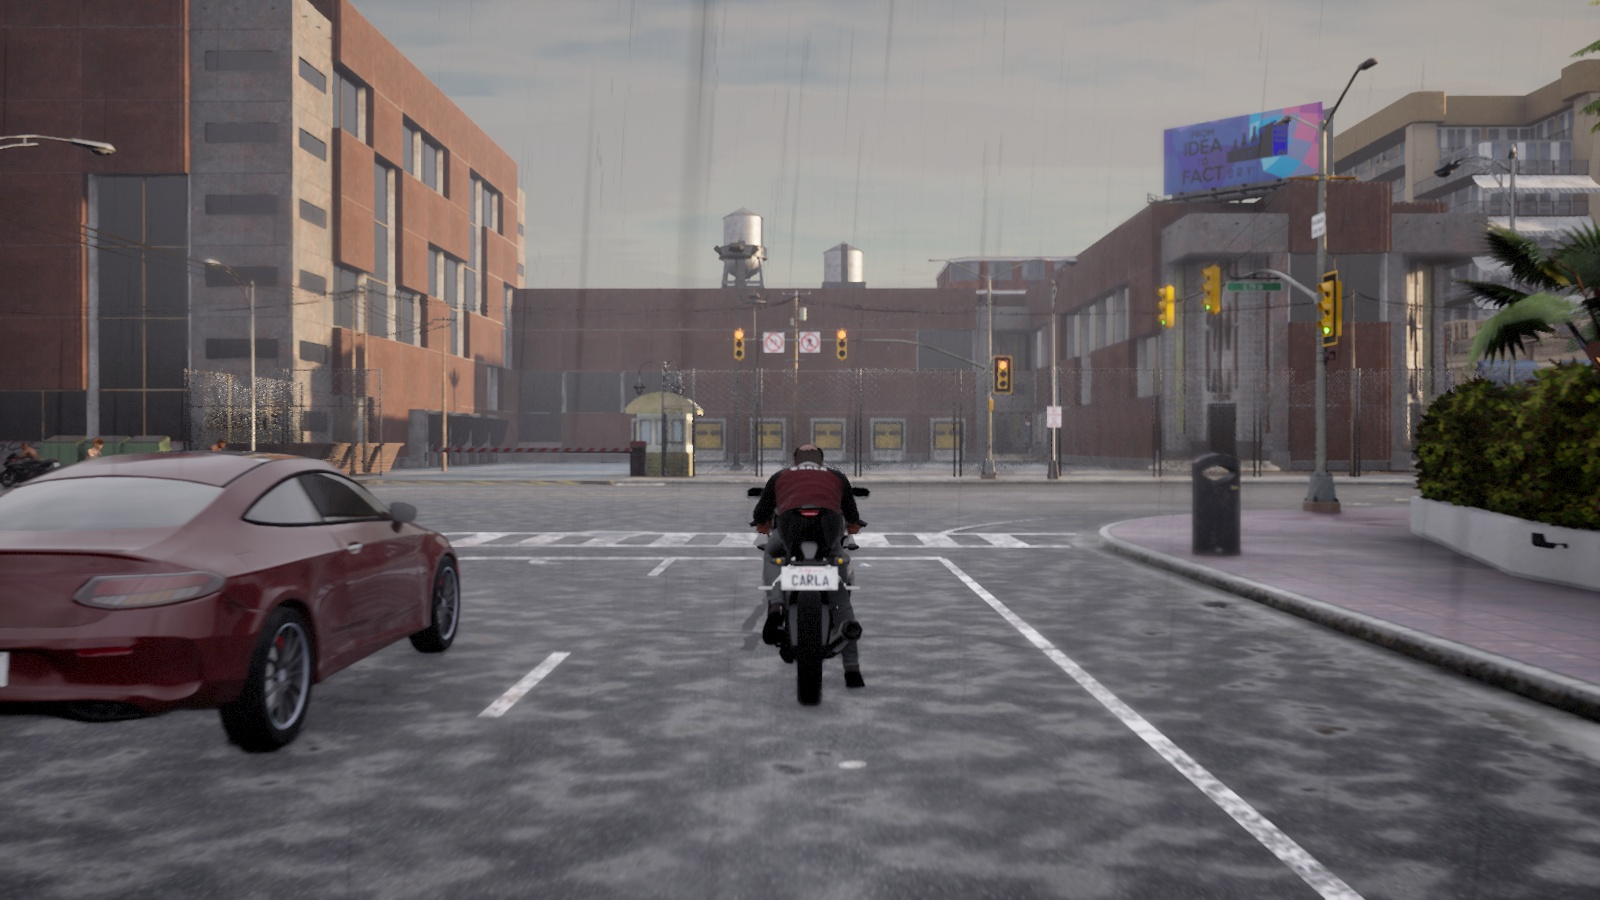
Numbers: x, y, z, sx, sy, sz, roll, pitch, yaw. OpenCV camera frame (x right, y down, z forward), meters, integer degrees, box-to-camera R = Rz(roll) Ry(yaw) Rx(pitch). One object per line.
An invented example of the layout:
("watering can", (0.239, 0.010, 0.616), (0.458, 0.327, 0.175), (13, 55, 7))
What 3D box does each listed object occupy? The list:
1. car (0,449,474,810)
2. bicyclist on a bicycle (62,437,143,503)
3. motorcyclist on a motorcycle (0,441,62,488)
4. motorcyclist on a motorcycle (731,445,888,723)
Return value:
("car", (-3.436, 0.728, 7.427), (1.812, 1.442, 4.674), (0, 0, 0))
("bicyclist on a bicycle", (-17.260, 0.492, 31.098), (1.509, 1.612, 0.866), (0, 0, 1))
("motorcyclist on a motorcycle", (-25.755, 0.470, 41.706), (2.044, 1.523, 0.797), (0, 0, 1))
("motorcyclist on a motorcycle", (0.053, 0.737, 8.023), (0.866, 1.530, 2.191), (0, 0, 0))
